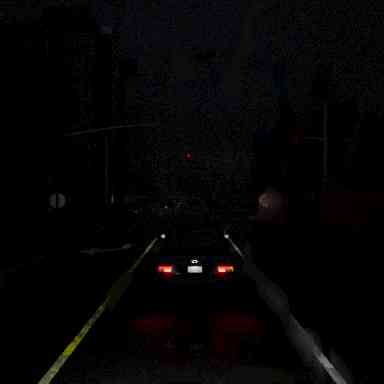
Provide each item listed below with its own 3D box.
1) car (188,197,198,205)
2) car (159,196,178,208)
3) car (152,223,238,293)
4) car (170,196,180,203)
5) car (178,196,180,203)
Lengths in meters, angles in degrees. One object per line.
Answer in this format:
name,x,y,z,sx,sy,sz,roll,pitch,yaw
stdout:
car,0.195,1.601,59.336,1.895,1.301,4.718,0,0,0
car,-3.510,1.547,47.446,2.033,1.411,5.357,0,0,0
car,0.074,1.547,8.964,2.033,1.411,5.357,0,0,0
car,-3.396,1.505,67.885,1.837,1.490,4.892,0,0,0
car,-3.481,1.505,57.507,1.837,1.490,4.892,0,0,0
